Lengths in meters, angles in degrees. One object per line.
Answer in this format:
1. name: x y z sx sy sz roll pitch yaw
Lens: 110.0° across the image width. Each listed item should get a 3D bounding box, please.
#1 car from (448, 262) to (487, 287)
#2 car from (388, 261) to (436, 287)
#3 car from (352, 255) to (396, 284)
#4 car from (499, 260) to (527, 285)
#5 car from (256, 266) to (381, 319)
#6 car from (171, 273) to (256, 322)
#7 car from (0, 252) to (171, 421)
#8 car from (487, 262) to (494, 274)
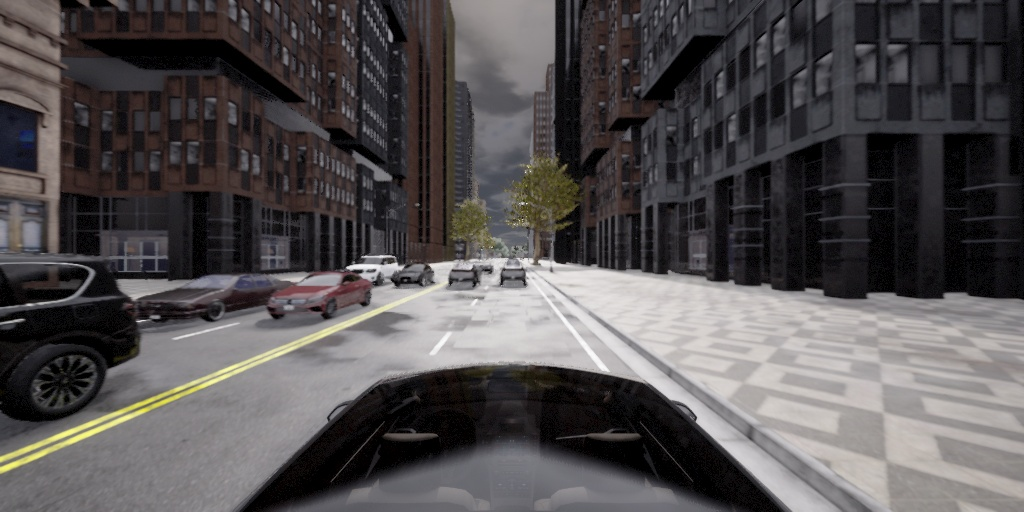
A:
1. car: -3.165 1.243 24.731 2.128 1.511 4.902 0 0 0
2. car: -6.502 1.255 24.381 1.837 1.490 4.892 0 -1 0
3. car: -9.742 0.973 25.405 2.150 2.045 5.566 0 0 0
4. car: 0.095 1.243 26.349 2.128 1.511 4.902 0 0 0
5. car: -6.576 1.274 12.915 1.812 1.442 4.674 0 0 0
6. car: -9.833 1.294 12.538 2.033 1.411 5.357 0 0 0
7. car: -6.590 0.969 2.932 2.150 2.045 5.566 0 0 1
8. car: -3.134 1.348 41.820 1.895 1.301 4.718 0 0 0
